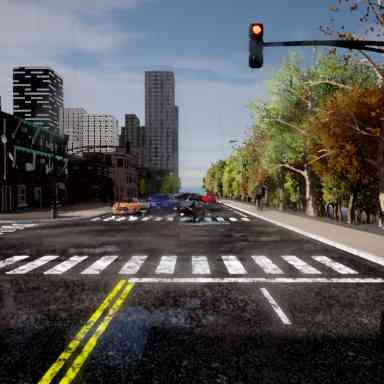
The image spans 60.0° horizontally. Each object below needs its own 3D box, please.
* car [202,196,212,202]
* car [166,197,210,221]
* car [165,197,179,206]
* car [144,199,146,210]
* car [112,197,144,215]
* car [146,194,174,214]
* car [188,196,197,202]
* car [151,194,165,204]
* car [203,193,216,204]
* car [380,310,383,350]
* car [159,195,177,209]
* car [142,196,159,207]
[{"bbox_3d":[3.400,1.522,75.910,1.994,1.385,4.181,0,0,0],"label":"car"},{"bbox_3d":[-0.216,1.484,27.495,2.128,1.511,4.902,0,0,13],"label":"car"},{"bbox_3d":[-3.228,1.581,54.899,1.895,1.301,4.718,0,0,0],"label":"car"},{"bbox_3d":[-6.501,1.586,42.703,1.895,1.301,4.718,0,0,0],"label":"car"},{"bbox_3d":[-6.557,1.342,33.717,2.097,1.767,4.553,0,0,1],"label":"car"},{"bbox_3d":[-3.269,1.210,35.866,2.150,2.045,5.566,0,0,0],"label":"car"},{"bbox_3d":[0.148,1.565,75.633,1.895,1.301,4.718,0,0,0],"label":"car"},{"bbox_3d":[-6.432,1.329,62.762,2.097,1.767,4.553,0,0,1],"label":"car"},{"bbox_3d":[3.474,1.197,65.326,2.150,2.045,5.566,0,0,1],"label":"car"},{"bbox_3d":[3.356,1.491,2.379,2.128,1.511,4.902,0,0,0],"label":"car"},{"bbox_3d":[-3.241,1.336,45.558,2.097,1.767,4.553,0,0,0],"label":"car"},{"bbox_3d":[-6.483,1.473,52.707,2.128,1.511,4.902,0,0,0],"label":"car"}]
